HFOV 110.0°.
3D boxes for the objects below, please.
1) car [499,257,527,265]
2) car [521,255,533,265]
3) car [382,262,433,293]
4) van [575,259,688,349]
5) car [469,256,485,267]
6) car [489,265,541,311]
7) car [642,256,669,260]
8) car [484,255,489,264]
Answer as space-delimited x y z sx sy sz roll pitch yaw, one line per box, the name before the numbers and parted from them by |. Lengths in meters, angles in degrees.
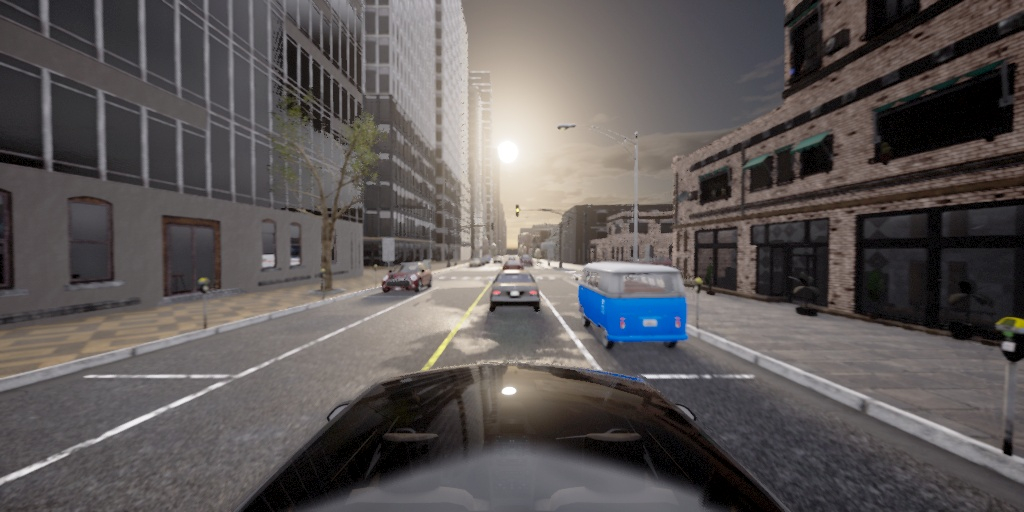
car | 0.100 1.078 32.430 1.882 1.535 5.008 0 0 0
car | 2.686 0.893 63.431 1.967 1.591 4.097 0 0 0
car | -5.692 1.101 19.894 1.967 1.591 4.097 0 0 0
van | 2.690 1.057 8.811 1.690 1.789 3.998 0 0 0
car | -5.832 1.004 57.671 1.751 1.417 4.829 0 0 0
car | 0.097 1.238 14.067 2.033 1.411 5.357 0 0 0
car | 16.516 0.972 43.150 5.009 1.841 2.192 0 0 1
car | -5.661 1.018 63.485 1.948 1.339 4.313 0 0 0
